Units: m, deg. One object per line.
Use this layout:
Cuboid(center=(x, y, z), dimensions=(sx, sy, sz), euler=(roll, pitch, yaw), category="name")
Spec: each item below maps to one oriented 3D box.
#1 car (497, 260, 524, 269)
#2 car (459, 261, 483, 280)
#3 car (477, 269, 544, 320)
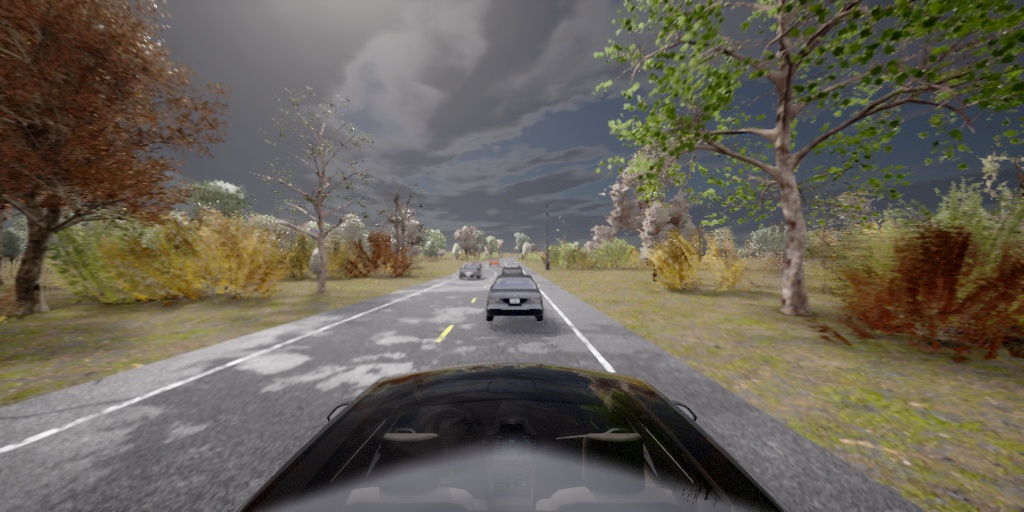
Cuboid(center=(0.017, 1.368, 32.681), dimensions=(2.128, 1.511, 4.902), euler=(0, 0, 0), category="car")
Cuboid(center=(-3.710, 1.368, 32.779), dimensions=(2.128, 1.511, 4.902), euler=(0, 0, -1), category="car")
Cuboid(center=(0.081, 1.345, 12.758), dimensions=(2.033, 1.411, 5.357), euler=(0, 0, 0), category="car")
